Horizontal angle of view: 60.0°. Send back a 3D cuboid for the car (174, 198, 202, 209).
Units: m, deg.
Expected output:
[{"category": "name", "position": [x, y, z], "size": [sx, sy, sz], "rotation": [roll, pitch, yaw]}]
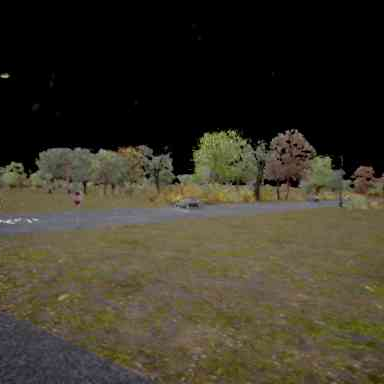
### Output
[{"category": "car", "position": [-0.445, 1.598, 46.275], "size": [1.837, 1.490, 4.892], "rotation": [2, 2, 36]}]
